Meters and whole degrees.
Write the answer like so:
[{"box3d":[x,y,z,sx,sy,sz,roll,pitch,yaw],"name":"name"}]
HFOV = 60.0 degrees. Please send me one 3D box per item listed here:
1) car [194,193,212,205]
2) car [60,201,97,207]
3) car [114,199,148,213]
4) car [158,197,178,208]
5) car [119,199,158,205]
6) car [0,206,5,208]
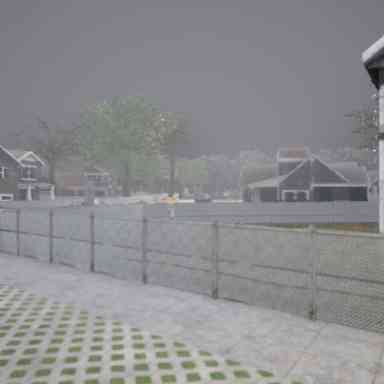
[{"box3d":[1.964,1.222,59.204,2.150,2.045,5.566,0,0,15],"name":"car"},{"box3d":[-10.682,1.574,30.525,2.128,1.511,4.902,0,0,22],"name":"car"},{"box3d":[-7.189,1.609,39.798,1.837,1.490,4.892,0,0,19],"name":"car"},{"box3d":[-3.633,1.543,50.239,1.882,1.535,5.008,0,0,18],"name":"car"},{"box3d":[-5.850,1.583,34.860,1.882,1.535,5.008,0,0,21],"name":"car"},{"box3d":[-14.276,1.540,21.878,1.837,1.490,4.892,0,0,23],"name":"car"}]
